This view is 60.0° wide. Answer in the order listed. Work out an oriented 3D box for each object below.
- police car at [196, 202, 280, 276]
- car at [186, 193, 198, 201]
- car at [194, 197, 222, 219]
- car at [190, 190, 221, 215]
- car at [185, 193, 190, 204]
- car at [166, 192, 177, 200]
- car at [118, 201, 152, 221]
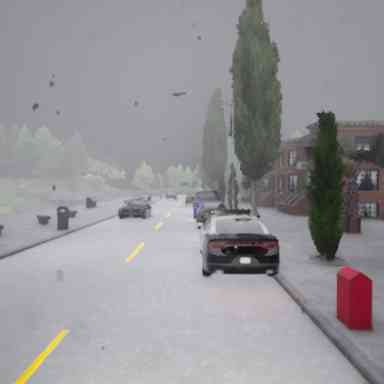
[{"bbox_3d":[1.200,1.308,10.065,1.930,1.638,5.238,0,1,0],"label":"police car"},{"bbox_3d":[0.002,0.869,60.258,1.994,1.385,4.181,0,1,0],"label":"car"},{"bbox_3d":[1.200,1.274,19.956,1.837,1.490,4.892,0,1,0],"label":"car"},{"bbox_3d":[1.139,0.873,25.981,2.150,2.045,5.566,-3,1,0],"label":"car"},{"bbox_3d":[0.017,1.054,47.363,1.895,1.301,4.718,0,1,0],"label":"car"},{"bbox_3d":[-4.021,0.719,65.669,1.882,1.535,5.008,0,1,1],"label":"car"},{"bbox_3d":[-4.100,1.317,24.516,1.895,1.301,4.718,0,1,0],"label":"car"}]
